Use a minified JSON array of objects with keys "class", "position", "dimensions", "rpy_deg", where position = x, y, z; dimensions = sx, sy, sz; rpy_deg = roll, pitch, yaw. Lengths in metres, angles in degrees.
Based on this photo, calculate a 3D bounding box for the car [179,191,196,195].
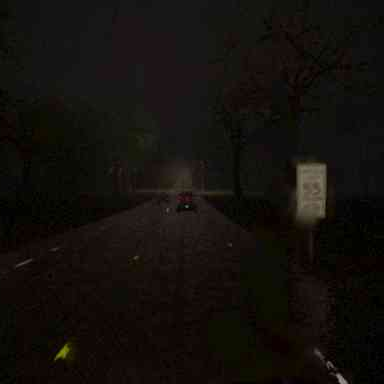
[{"class":"car","position":[-0.672,0.816,46.563],"dimensions":[2.150,2.045,5.566],"rpy_deg":[-1,1,0]}]

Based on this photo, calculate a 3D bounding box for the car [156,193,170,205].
[{"class":"car","position":[-4.265,0.999,49.679],"dimensions":[1.837,1.490,4.892],"rpy_deg":[-1,1,-1]}]

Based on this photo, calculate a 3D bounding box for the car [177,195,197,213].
[{"class":"car","position":[-0.482,1.353,34.250],"dimensions":[1.994,1.385,4.181],"rpy_deg":[-1,1,0]}]
